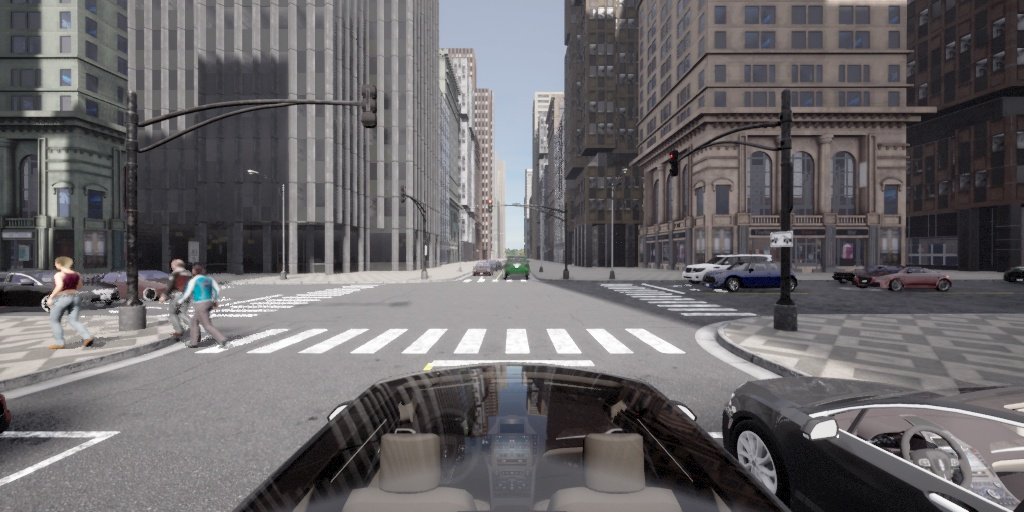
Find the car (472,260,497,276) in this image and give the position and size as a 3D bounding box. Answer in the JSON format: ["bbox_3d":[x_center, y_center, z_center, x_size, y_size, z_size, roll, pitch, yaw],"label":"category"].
[{"bbox_3d":[-2.902,1.298,36.844,2.033,1.411,5.357,0,0,0],"label":"car"}]

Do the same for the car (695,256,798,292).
[{"bbox_3d":[13.354,1.053,20.361,4.553,1.767,2.097,0,0,0],"label":"car"}]

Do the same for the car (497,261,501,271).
[{"bbox_3d":[-2.859,1.316,46.869,1.994,1.385,4.181,0,0,1],"label":"car"}]

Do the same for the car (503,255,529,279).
[{"bbox_3d":[0.393,0.972,33.072,2.150,2.045,5.566,0,0,0],"label":"car"}]

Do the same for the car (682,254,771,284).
[{"bbox_3d":[14.290,0.907,23.610,5.566,2.045,2.150,0,0,0],"label":"car"}]

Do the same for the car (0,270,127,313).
[{"bbox_3d":[-18.012,1.308,13.736,4.902,1.511,2.128,0,0,0],"label":"car"}]

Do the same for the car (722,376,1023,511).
[{"bbox_3d":[2.762,1.300,1.550,2.007,1.370,4.403,0,0,0],"label":"car"}]

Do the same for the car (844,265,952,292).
[{"bbox_3d":[21.992,1.243,20.345,4.181,1.385,1.994,0,0,0],"label":"car"}]

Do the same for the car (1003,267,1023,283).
[{"bbox_3d":[35.597,0.980,23.547,4.553,1.767,2.097,0,0,0],"label":"car"}]

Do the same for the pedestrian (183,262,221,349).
[{"bbox_3d":[-6.605,1.044,7.647,0.375,1.860,0.375,0,0,0],"label":"pedestrian"}]

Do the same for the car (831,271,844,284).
[{"bbox_3d":[24.054,1.261,23.581,4.718,1.301,1.895,0,0,0],"label":"car"}]

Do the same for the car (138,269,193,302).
[{"bbox_3d":[-17.744,1.349,17.038,5.357,1.411,2.033,0,0,5],"label":"car"}]

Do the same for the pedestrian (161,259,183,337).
[{"bbox_3d":[-7.639,0.924,8.249,0.375,1.860,0.375,0,0,0],"label":"pedestrian"}]

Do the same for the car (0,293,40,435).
[{"bbox_3d":[-5.764,1.190,1.565,1.967,1.591,4.097,0,0,0],"label":"car"}]

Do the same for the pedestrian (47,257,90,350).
[{"bbox_3d":[-8.769,0.891,7.061,0.375,1.860,0.375,0,0,0],"label":"pedestrian"}]
